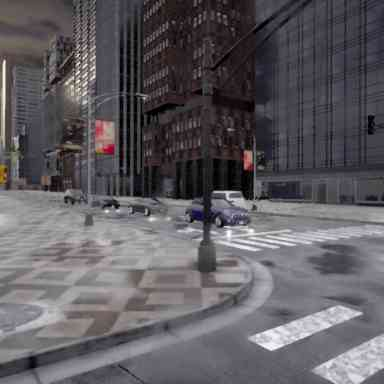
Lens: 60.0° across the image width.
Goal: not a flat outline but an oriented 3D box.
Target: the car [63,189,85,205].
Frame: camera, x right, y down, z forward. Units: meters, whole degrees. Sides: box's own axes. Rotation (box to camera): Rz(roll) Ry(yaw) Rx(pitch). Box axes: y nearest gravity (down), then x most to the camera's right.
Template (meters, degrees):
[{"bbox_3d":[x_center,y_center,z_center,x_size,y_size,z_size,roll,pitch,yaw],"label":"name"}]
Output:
[{"bbox_3d":[-15.841,0.628,45.419,2.150,2.045,5.566,0,1,-35],"label":"car"}]

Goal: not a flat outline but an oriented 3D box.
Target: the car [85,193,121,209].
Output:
[{"bbox_3d":[-9.703,1.088,36.655,2.033,1.411,5.357,0,1,-35],"label":"car"}]

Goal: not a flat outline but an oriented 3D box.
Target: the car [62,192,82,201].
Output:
[{"bbox_3d":[-21.562,0.779,59.418,2.033,1.411,5.357,0,1,-35],"label":"car"}]

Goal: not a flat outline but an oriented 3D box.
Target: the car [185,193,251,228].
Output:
[{"bbox_3d":[1.530,1.140,20.724,2.097,1.767,4.553,0,1,-35],"label":"car"}]

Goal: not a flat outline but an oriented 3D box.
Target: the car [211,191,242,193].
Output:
[{"bbox_3d":[2.529,0.933,30.929,2.150,2.045,5.566,0,1,-35],"label":"car"}]

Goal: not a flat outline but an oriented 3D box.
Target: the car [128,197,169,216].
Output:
[{"bbox_3d":[-3.760,1.175,28.222,1.837,1.490,4.892,0,1,-35],"label":"car"}]
